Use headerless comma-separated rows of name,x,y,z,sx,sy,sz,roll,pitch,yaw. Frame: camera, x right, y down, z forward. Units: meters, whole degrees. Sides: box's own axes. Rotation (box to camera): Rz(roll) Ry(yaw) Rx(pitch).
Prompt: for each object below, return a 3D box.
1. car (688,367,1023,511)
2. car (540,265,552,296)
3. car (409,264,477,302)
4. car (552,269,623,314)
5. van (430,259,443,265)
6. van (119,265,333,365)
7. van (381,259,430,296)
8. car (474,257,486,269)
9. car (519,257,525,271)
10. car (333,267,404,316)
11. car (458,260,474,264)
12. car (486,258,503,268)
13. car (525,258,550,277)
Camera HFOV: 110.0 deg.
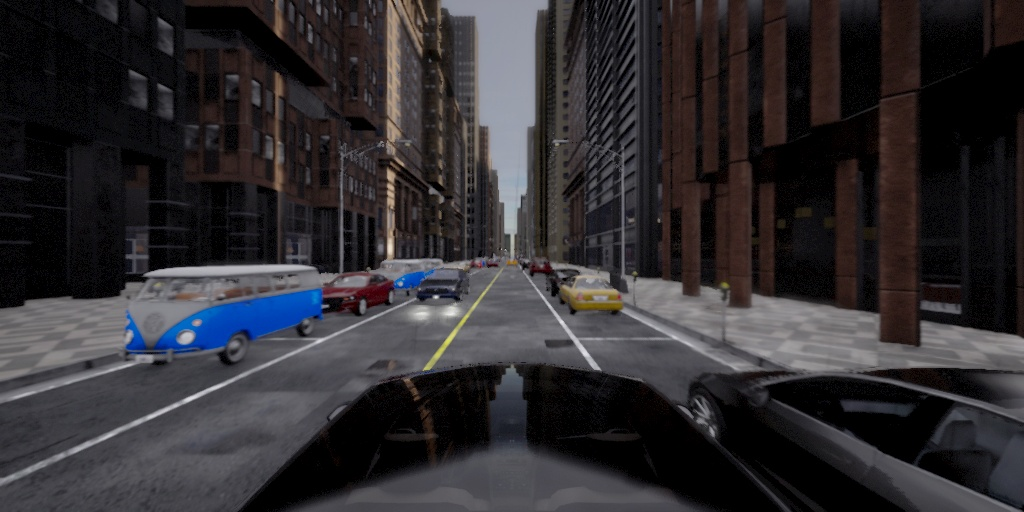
car,2.763,1.316,2.107,1.948,1.339,4.313,0,0,0
car,2.763,1.321,18.963,1.948,1.339,4.313,0,0,0
car,-3.100,1.302,17.294,2.033,1.411,5.357,0,0,0
car,2.763,1.279,13.515,1.751,1.417,4.829,0,0,0
van,-5.762,1.098,24.574,1.690,1.789,3.998,0,0,0
van,-5.762,1.092,7.718,1.690,1.789,3.998,0,0,0
van,-5.762,1.096,18.955,1.690,1.789,3.998,0,0,0
car,-5.761,1.329,58.283,1.888,1.381,4.507,0,0,0
car,2.361,1.254,51.043,1.882,1.535,5.008,0,0,0
car,-5.762,1.298,13.337,1.888,1.381,4.507,0,0,0
car,-5.762,1.294,41.258,1.751,1.417,4.829,0,0,0
car,-3.035,1.387,59.922,1.895,1.301,4.718,0,0,1
car,2.763,1.079,35.820,2.192,1.841,5.009,0,0,0
